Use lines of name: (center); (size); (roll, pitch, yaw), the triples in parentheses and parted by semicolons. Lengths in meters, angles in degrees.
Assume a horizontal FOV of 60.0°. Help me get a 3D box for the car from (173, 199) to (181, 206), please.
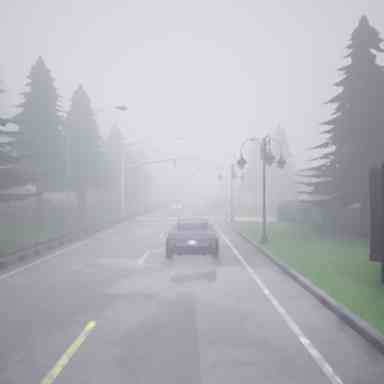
car: (-3.490, 2.385, 77.457); (2.128, 1.511, 4.902); (0, -1, 0)

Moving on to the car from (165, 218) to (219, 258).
car: (0.018, 1.715, 13.421); (1.994, 1.385, 4.181); (0, -1, 0)
